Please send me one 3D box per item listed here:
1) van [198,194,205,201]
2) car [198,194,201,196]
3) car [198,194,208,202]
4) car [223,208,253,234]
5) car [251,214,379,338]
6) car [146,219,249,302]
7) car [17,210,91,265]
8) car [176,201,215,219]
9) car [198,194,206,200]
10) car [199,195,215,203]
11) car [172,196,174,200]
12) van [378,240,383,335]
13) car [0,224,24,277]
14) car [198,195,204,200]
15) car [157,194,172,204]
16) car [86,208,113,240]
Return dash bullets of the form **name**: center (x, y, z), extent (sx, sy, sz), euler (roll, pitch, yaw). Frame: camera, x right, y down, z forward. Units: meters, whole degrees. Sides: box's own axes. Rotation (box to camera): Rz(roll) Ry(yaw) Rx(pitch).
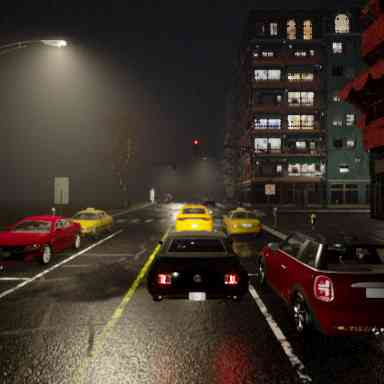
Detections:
- **van**: center (2.580, 1.359, 89.832), extent (1.690, 1.788, 3.998), euler (1, 0, 0)
- **car**: center (2.577, 1.580, 72.849), extent (1.947, 1.339, 4.313), euler (1, 0, 0)
- **car**: center (2.580, 1.330, 78.510), extent (2.192, 1.841, 5.009), euler (1, 0, 0)
- **car**: center (2.575, 1.528, 17.861), extent (1.752, 1.417, 4.829), euler (1, 0, 0)
- **car**: center (2.575, 1.441, 6.601), extent (1.967, 1.590, 4.097), euler (1, 0, 0)
- **car**: center (0.101, 1.602, 8.243), extent (1.895, 1.301, 4.718), euler (0, 0, 0)
- **car**: center (-5.306, 1.546, 11.728), extent (1.887, 1.381, 4.507), euler (1, 0, 0)
- **car**: center (0.103, 1.480, 18.360), extent (1.882, 1.535, 5.008), euler (0, 0, 0)
- **car**: center (2.576, 1.593, 61.527), extent (1.802, 1.307, 4.206), euler (1, 0, 0)
- **car**: center (2.576, 1.560, 50.205), extent (2.008, 1.369, 4.403), euler (1, 0, 0)
- **car**: center (-5.301, 1.327, 66.705), extent (2.192, 1.841, 5.009), euler (1, 0, 0)
- **van**: center (2.576, 1.341, 1.056), extent (1.690, 1.788, 3.998), euler (1, 0, 0)
- **car**: center (-5.306, 1.552, 6.191), extent (2.008, 1.369, 4.403), euler (1, 0, 0)
- **car**: center (2.578, 1.545, 95.663), extent (1.752, 1.417, 4.829), euler (1, 0, 0)
- **car**: center (-5.303, 1.451, 61.051), extent (1.967, 1.590, 4.097), euler (1, 0, 0)
- **car**: center (-5.305, 1.528, 17.094), extent (1.752, 1.417, 4.829), euler (1, 0, 0)
